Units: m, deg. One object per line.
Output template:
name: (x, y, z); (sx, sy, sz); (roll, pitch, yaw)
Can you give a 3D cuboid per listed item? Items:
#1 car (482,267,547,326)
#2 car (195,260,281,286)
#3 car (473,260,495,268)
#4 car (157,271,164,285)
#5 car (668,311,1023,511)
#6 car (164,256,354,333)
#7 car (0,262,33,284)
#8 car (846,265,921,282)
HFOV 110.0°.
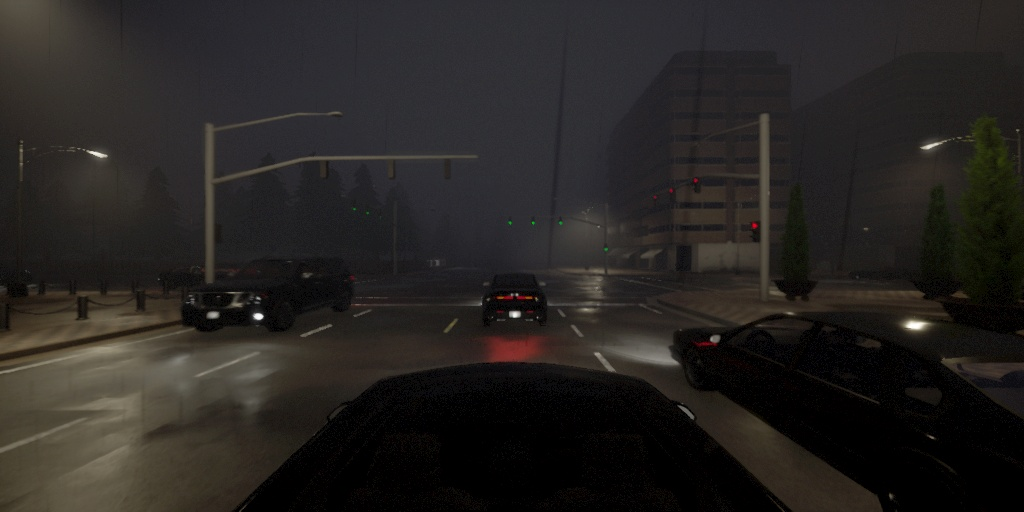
car: (0.082, 1.269, 11.732); (1.837, 1.490, 4.892); (0, 0, 0)
car: (-19.593, 1.195, 25.814); (4.553, 1.767, 2.097); (0, 0, 0)
car: (-4.992, 1.442, 63.557); (1.895, 1.301, 4.718); (0, 0, 27)
car: (-19.047, 1.326, 22.315); (4.902, 1.511, 2.128); (0, 0, 0)
car: (3.599, 1.300, 3.690); (2.033, 1.411, 5.357); (0, 0, 0)
car: (-7.004, 1.024, 11.205); (2.150, 2.045, 5.566); (0, 0, 1)
car: (-37.666, 1.195, 25.707); (4.553, 1.767, 2.097); (0, 0, 0)
car: (30.928, 1.445, 29.826); (4.718, 1.301, 1.895); (0, 0, 0)
